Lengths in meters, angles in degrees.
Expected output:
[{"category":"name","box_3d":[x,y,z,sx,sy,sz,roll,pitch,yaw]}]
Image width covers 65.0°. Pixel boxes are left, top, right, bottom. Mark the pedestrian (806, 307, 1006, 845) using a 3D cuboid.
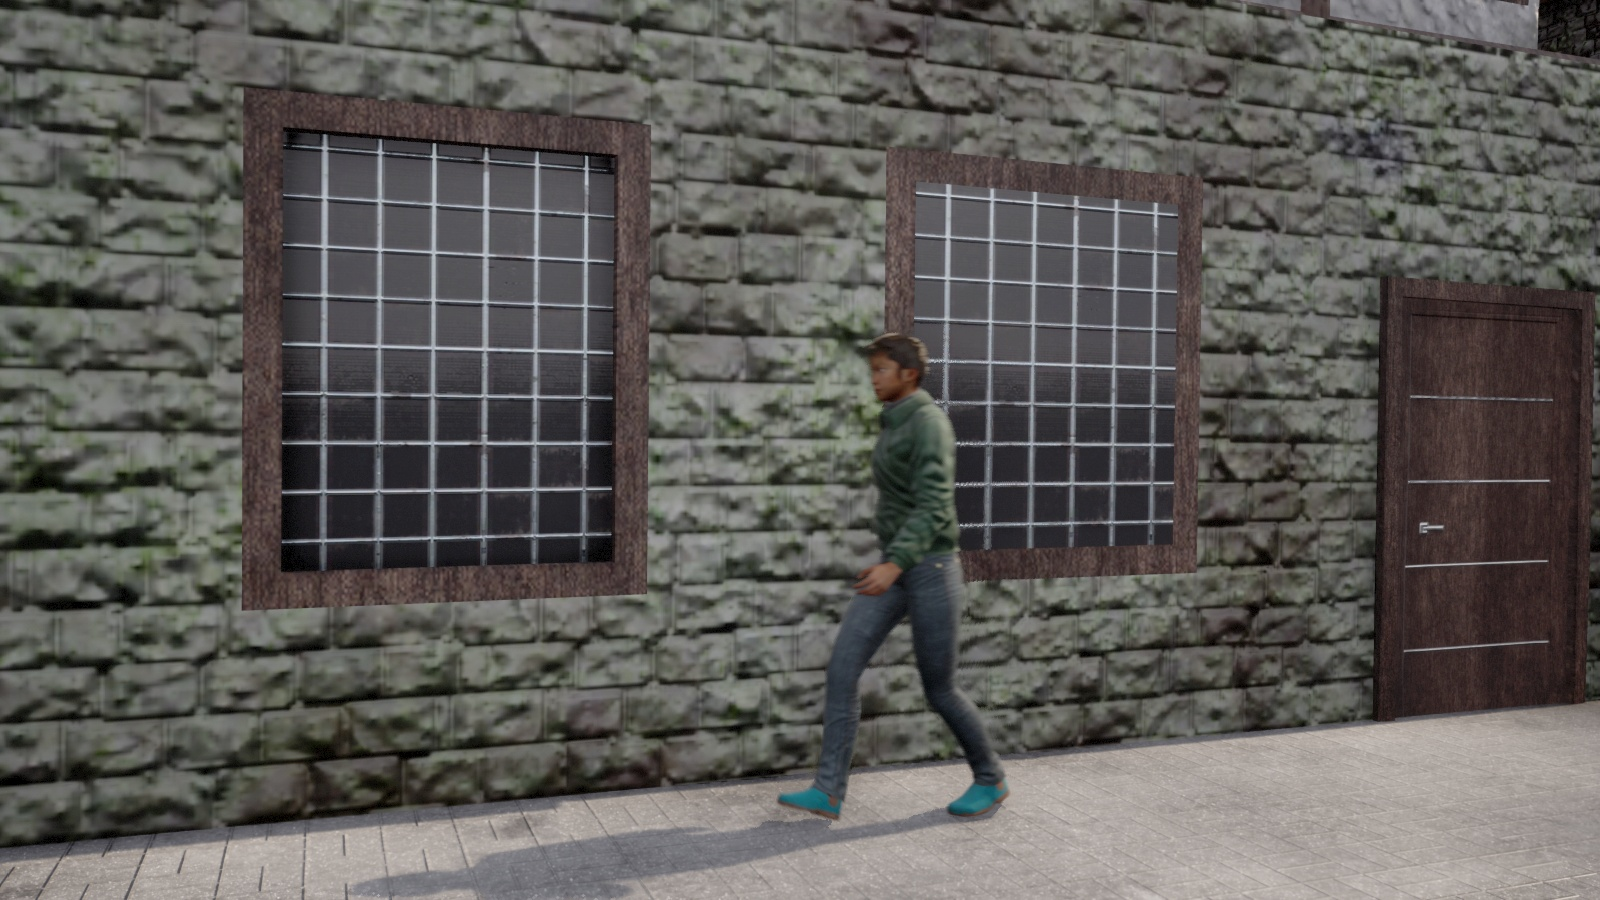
[{"category":"pedestrian","box_3d":[0.384,0.429,4.581,0.614,1.847,0.353,-1,1,-22]}]
